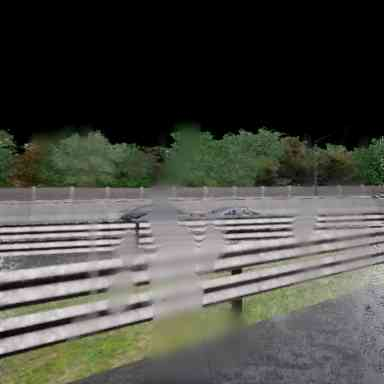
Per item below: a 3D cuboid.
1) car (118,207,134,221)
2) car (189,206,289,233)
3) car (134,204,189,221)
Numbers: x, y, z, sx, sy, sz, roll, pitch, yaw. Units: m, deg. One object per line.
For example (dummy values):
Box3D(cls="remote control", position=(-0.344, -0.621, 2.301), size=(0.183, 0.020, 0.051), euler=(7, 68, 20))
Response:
Box3D(cls="car", position=(-2.730, 1.573, 23.189), size=(4.674, 1.442, 1.812), euler=(-1, 0, -14))
Box3D(cls="car", position=(2.629, 1.497, 17.329), size=(4.902, 1.511, 2.128), euler=(-1, 0, -14))
Box3D(cls="car", position=(-1.145, 1.602, 19.980), size=(4.181, 1.385, 1.994), euler=(-1, 0, -14))
